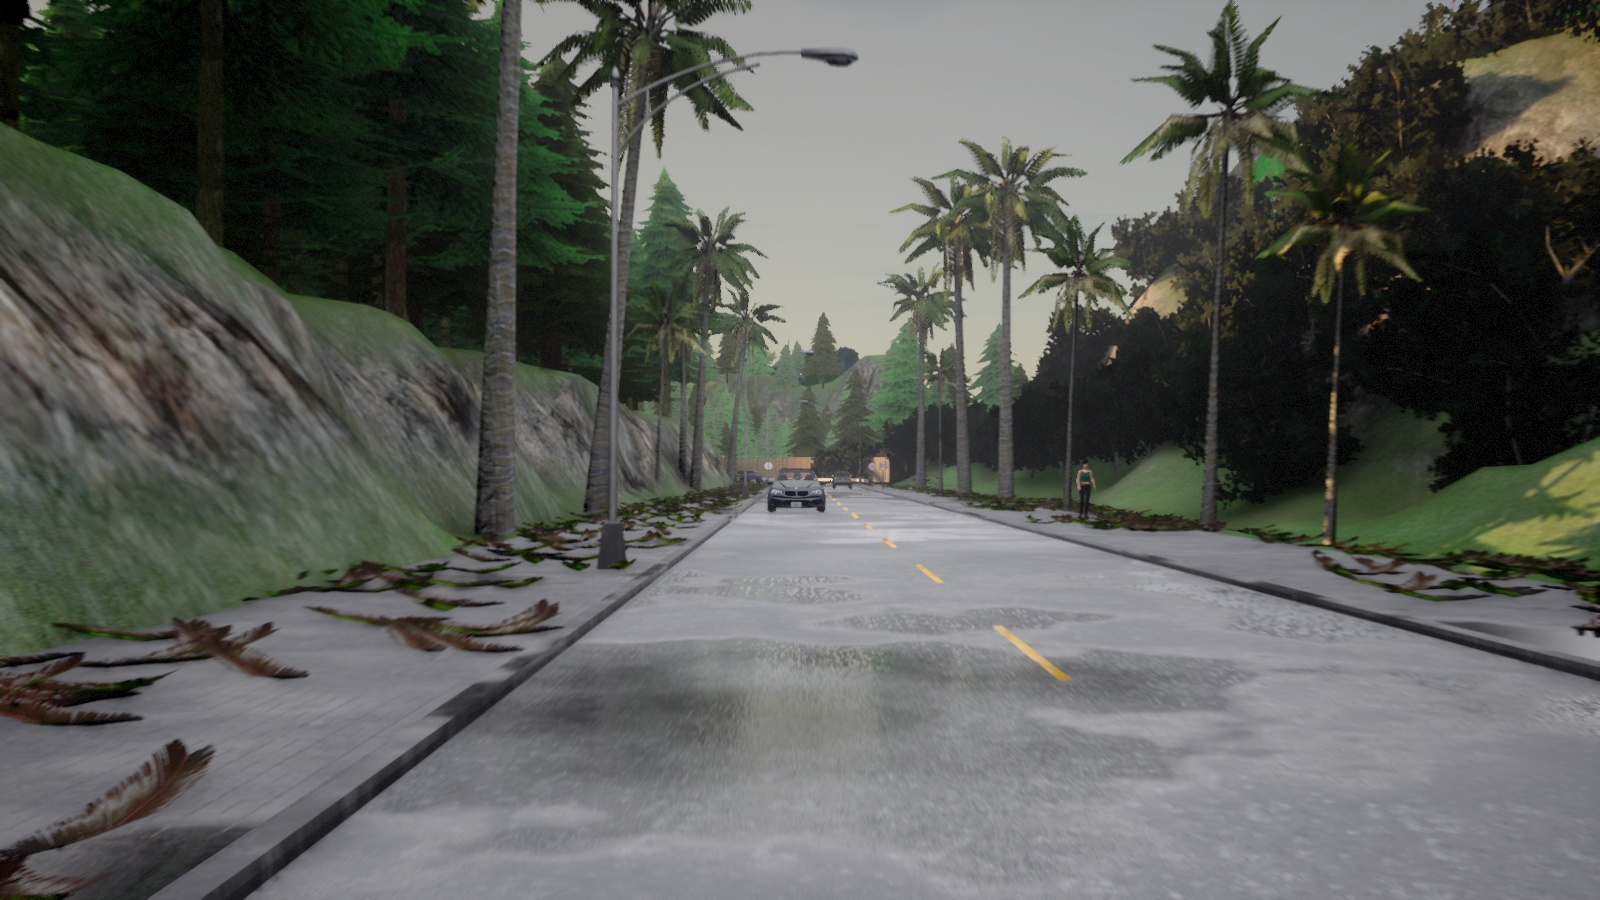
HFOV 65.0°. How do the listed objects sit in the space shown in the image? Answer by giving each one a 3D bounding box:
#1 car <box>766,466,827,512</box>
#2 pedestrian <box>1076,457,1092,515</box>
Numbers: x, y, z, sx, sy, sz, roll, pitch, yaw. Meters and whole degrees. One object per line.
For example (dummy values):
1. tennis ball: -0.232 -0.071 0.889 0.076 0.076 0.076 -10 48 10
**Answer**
1. car: -0.122 1.470 48.590 2.242 1.667 4.611 0 -1 0
2. pedestrian: 9.121 1.155 40.343 0.345 1.836 0.594 0 -1 0
